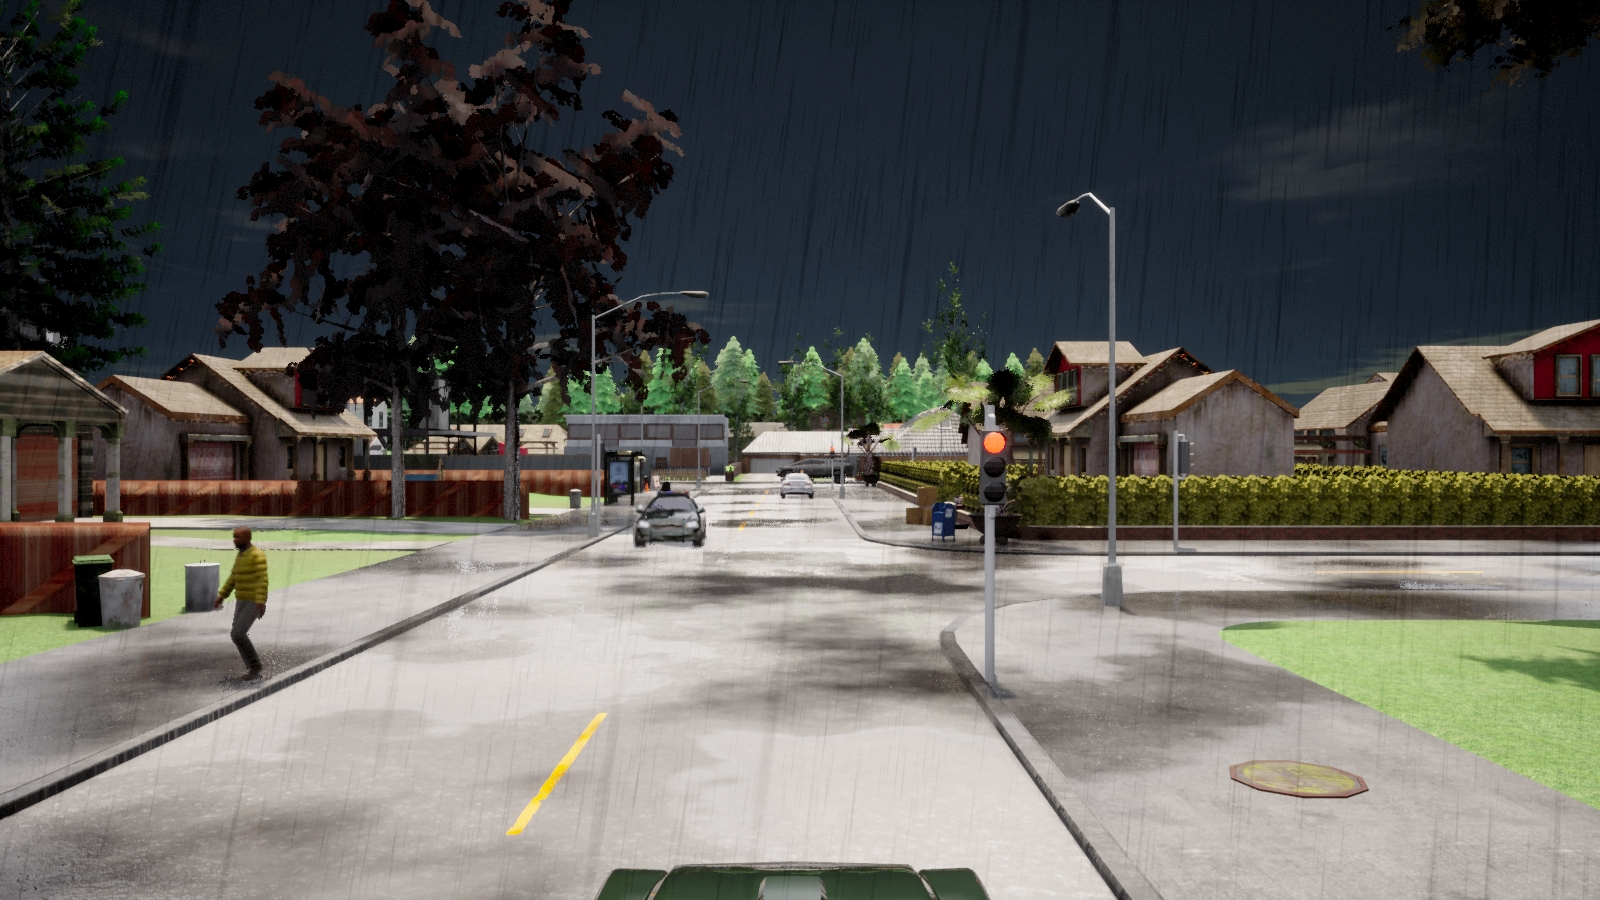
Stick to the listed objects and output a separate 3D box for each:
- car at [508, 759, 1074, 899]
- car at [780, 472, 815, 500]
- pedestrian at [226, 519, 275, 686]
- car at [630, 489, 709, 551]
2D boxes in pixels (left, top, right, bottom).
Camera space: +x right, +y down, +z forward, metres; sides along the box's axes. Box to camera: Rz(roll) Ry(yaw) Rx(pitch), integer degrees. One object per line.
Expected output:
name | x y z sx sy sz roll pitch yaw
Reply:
car | -0.028 2.155 3.193 1.895 1.301 4.718 0 0 0
car | -0.164 2.081 66.907 2.002 1.442 4.674 0 0 0
pedestrian | -6.362 1.746 13.235 0.375 1.860 0.375 0 0 34
car | -3.841 2.037 34.315 2.038 1.542 4.974 0 0 -3
